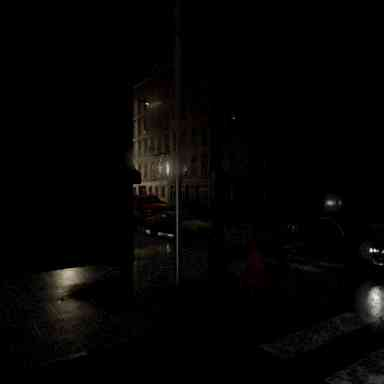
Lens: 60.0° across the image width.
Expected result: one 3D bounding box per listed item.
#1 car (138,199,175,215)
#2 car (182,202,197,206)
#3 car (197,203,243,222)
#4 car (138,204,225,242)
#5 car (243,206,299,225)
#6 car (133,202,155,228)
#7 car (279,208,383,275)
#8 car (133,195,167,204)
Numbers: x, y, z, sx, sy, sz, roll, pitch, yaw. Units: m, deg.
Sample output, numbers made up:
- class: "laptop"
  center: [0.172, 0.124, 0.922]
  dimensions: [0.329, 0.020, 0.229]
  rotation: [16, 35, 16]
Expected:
- class: "car"
  center: [-3.783, 1.529, 34.893]
  dimensions: [1.752, 1.417, 4.829]
  rotation: [0, 0, -35]
- class: "car"
  center: [-0.545, 1.566, 30.345]
  dimensions: [1.947, 1.339, 4.313]
  rotation: [0, 0, -35]
- class: "car"
  center: [2.595, 1.578, 25.937]
  dimensions: [1.802, 1.307, 4.206]
  rotation: [0, 0, -35]
- class: "car"
  center: [-0.708, 1.554, 16.741]
  dimensions: [1.752, 1.417, 4.829]
  rotation: [0, 0, -35]
- class: "car"
  center: [5.735, 1.558, 21.528]
  dimensions: [1.947, 1.339, 4.313]
  rotation: [0, 0, -35]
- class: "car"
  center: [-3.947, 1.584, 21.289]
  dimensions: [2.008, 1.369, 4.403]
  rotation: [0, 0, -35]
- class: "car"
  center: [4.987, 1.508, 10.734]
  dimensions: [2.128, 1.511, 4.902]
  rotation: [0, 0, -11]
- class: "car"
  center: [-3.474, 1.240, 25.002]
  dimensions: [2.150, 2.045, 5.566]
  rotation: [0, 1, -35]
